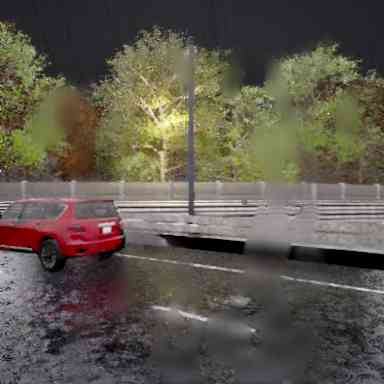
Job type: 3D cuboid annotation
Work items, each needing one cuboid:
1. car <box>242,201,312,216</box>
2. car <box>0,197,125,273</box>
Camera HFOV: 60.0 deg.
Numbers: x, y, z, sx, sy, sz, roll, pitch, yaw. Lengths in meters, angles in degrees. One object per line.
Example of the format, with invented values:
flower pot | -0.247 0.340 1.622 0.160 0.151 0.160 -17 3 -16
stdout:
car | 6.052 1.423 23.919 5.008 1.535 1.882 -1 0 -9
car | -4.723 1.182 10.811 5.566 2.045 2.150 0 0 31
